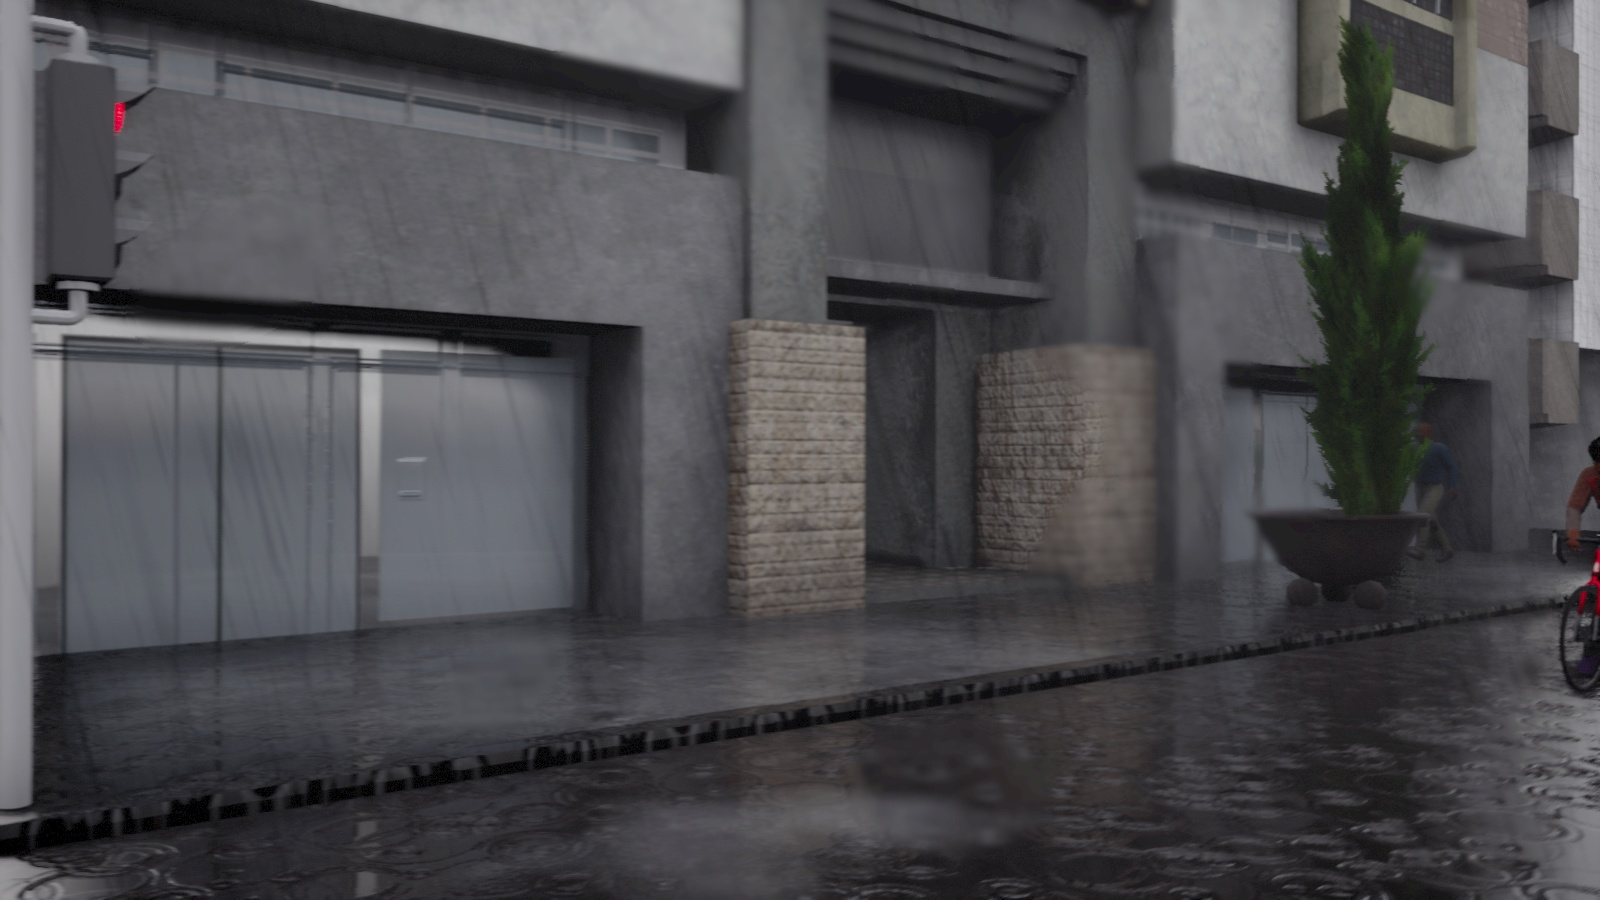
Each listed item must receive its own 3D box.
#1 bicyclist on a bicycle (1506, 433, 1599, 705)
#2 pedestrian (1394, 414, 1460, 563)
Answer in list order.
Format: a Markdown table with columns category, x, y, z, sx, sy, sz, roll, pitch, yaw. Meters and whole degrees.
| category | x | y | z | sx | sy | sz | roll | pitch | yaw |
| --- | --- | --- | --- | --- | --- | --- | --- | --- | --- |
| bicyclist on a bicycle | 5.296 | 0.707 | 8.172 | 1.656 | 1.620 | 0.582 | 0 | 0 | -36 |
| pedestrian | 7.896 | 0.477 | 15.826 | 0.726 | 1.835 | 0.370 | 0 | 0 | -25 |
